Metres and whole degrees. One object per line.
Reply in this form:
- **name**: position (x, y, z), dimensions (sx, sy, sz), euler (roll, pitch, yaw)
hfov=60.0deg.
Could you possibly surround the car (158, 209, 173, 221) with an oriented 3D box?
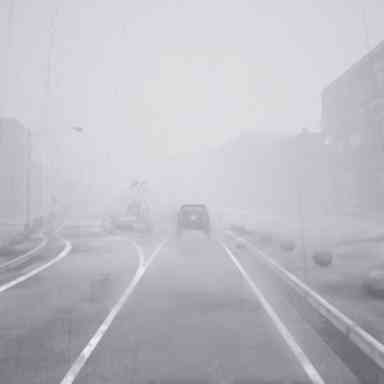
- **car**: position (-3.128, 2.873, 42.297), dimensions (2.128, 1.511, 4.902), euler (0, 0, -13)

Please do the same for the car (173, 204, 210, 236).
- **car**: position (0.022, 1.876, 22.627), dimensions (2.150, 2.045, 5.566), euler (0, -3, -2)
